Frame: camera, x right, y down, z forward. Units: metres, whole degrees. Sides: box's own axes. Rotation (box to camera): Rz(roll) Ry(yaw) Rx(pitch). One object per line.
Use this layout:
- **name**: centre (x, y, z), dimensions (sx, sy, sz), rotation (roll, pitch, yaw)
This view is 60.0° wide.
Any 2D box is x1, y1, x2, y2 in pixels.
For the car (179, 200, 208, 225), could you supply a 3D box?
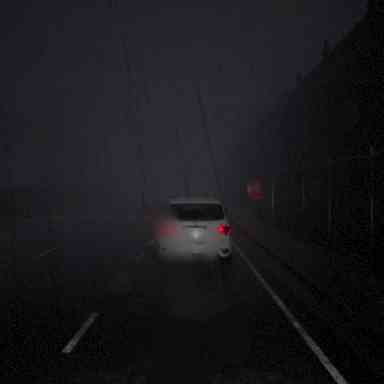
- **car**: centre (0.103, 1.383, 23.823), dimensions (1.812, 1.442, 4.674), rotation (0, 1, 0)

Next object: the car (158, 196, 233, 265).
- **car**: centre (0.099, 1.155, 11.546), dimensions (2.150, 2.045, 5.566), rotation (0, 1, 0)
